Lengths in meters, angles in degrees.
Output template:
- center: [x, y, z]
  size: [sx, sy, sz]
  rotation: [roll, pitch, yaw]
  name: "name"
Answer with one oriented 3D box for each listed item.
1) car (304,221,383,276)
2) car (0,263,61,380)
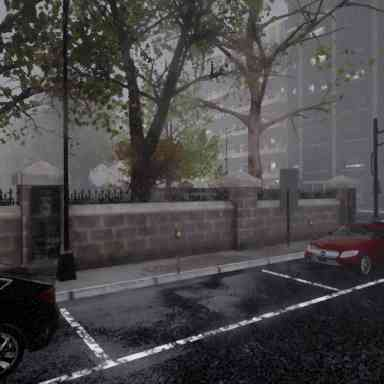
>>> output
- center: [5.251, 1.581, 10.206]
  size: [4.206, 1.307, 1.802]
  rotation: [0, 0, -35]
  name: "car"
- center: [-3.822, 1.566, 3.864]
  size: [4.313, 1.339, 1.947]
  rotation: [0, 0, -35]
  name: "car"
